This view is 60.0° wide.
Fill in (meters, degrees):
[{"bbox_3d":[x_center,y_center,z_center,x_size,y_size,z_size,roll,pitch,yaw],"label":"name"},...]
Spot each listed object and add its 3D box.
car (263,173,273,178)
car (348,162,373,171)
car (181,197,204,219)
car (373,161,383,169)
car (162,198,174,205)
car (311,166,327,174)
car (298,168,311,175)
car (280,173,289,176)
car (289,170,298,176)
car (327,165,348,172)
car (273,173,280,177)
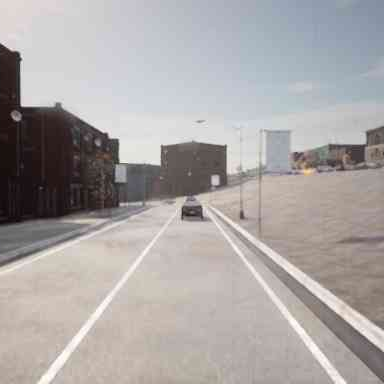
[{"bbox_3d":[21.500,-4.252,90.094,2.185,1.767,4.553,0,1,-1],"label":"car"},{"bbox_3d":[24.240,-3.397,45.890,2.002,1.452,4.674,0,1,-7],"label":"car"},{"bbox_3d":[0.019,1.491,29.034,1.882,1.535,5.008,0,0,0],"label":"car"},{"bbox_3d":[25.045,-3.339,40.529,2.231,1.521,4.892,0,1,-9],"label":"car"},{"bbox_3d":[-4.843,1.916,66.300,1.895,1.301,4.718,0,-1,-11],"label":"car"},{"bbox_3d":[22.918,-3.762,57.055,2.185,1.767,4.553,0,1,-5],"label":"car"},{"bbox_3d":[22.450,-3.734,62.561,2.097,1.535,5.008,0,1,-4],"label":"car"},{"bbox_3d":[21.865,-3.926,73.640,2.231,1.521,4.892,0,1,-1],"label":"car"},{"bbox_3d":[22.098,-3.793,68.098,2.002,1.452,4.674,0,1,-2],"label":"car"},{"bbox_3d":[23.538,-3.505,51.364,2.163,1.488,4.792,0,1,-6],"label":"car"},{"bbox_3d":[21.737,-4.001,79.157,2.231,1.521,4.892,0,1,-1],"label":"car"}]
